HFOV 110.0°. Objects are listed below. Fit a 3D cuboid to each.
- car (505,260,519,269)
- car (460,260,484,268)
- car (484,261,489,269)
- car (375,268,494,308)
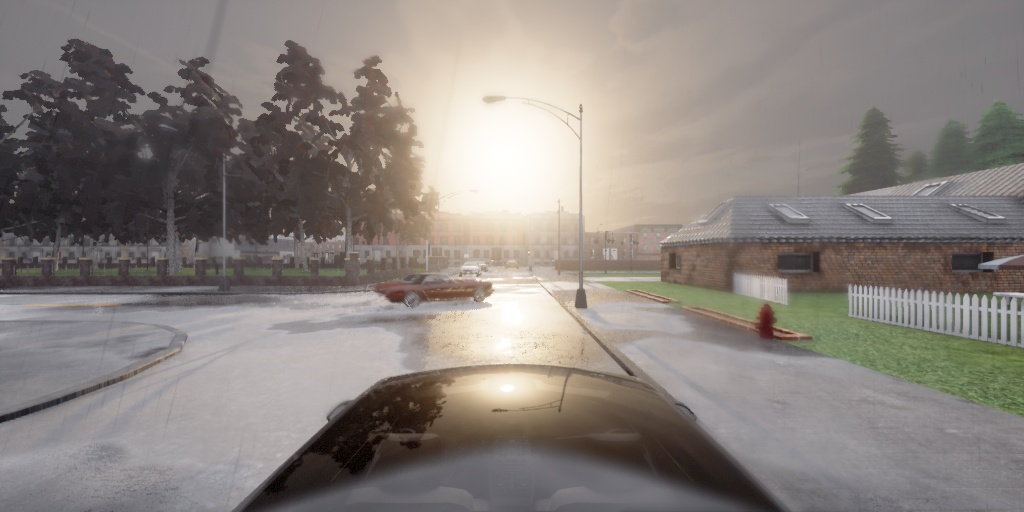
[{"bbox_3d":[-0.014,1.276,55.543,1.812,1.442,4.674,0,0,-2],"label":"car"},{"bbox_3d":[-4.079,1.276,35.663,1.812,1.442,4.674,0,0,0],"label":"car"},{"bbox_3d":[-4.049,1.276,45.463,1.812,1.442,4.674,0,0,0],"label":"car"},{"bbox_3d":[-3.146,1.351,15.144,4.718,1.301,1.895,0,0,-33],"label":"car"}]
